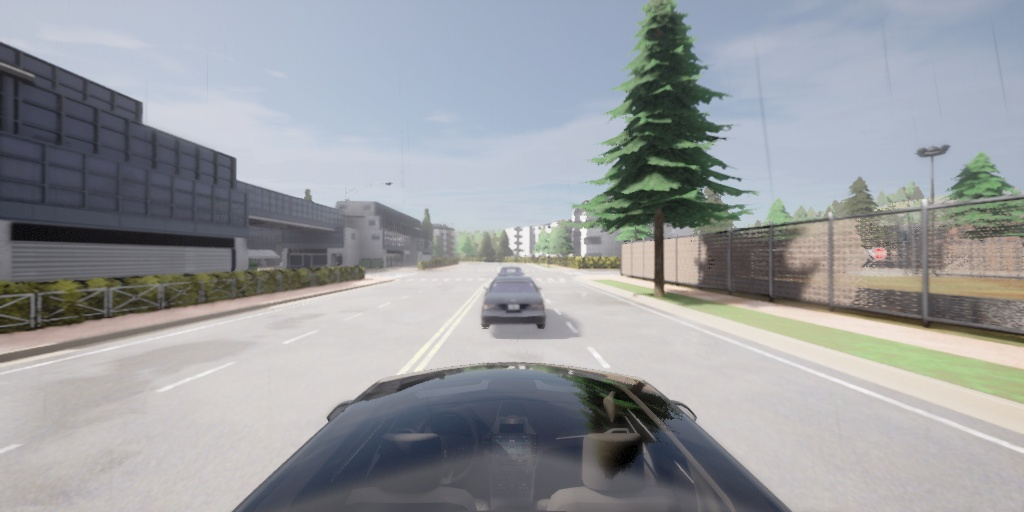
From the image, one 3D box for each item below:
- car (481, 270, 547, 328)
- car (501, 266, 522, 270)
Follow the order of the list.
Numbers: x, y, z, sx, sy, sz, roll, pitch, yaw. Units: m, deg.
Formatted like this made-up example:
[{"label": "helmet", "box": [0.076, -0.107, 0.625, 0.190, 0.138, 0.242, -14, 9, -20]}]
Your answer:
[{"label": "car", "box": [0.032, 1.331, 11.458, 2.033, 1.411, 5.357, 0, 0, 0]}, {"label": "car", "box": [-0.052, 1.375, 23.610, 2.033, 1.411, 5.357, 0, 0, 0]}]
